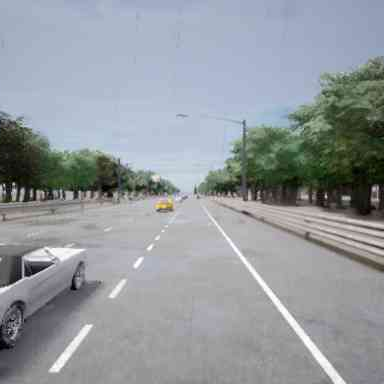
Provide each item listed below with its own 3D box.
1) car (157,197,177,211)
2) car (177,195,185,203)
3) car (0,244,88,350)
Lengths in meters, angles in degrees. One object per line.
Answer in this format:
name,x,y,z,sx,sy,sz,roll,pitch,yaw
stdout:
car,-3.409,1.659,43.104,1.882,1.535,5.008,0,0,0
car,-3.286,1.865,82.353,1.812,1.442,4.674,0,0,0
car,-3.499,1.628,6.195,1.895,1.301,4.718,0,0,0
